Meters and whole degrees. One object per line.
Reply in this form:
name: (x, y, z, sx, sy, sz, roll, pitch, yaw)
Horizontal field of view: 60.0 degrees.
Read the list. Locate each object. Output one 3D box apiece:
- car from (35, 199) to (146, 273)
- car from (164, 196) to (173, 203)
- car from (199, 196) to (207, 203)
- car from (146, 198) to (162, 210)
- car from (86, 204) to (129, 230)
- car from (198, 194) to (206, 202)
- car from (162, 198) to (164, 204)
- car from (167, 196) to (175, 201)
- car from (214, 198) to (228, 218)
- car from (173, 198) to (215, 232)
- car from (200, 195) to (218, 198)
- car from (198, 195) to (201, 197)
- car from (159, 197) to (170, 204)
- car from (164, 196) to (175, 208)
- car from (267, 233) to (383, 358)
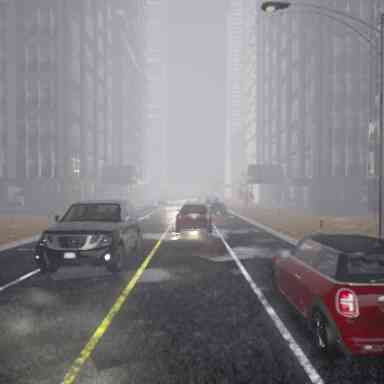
car: (-3.094, 1.269, 11.184, 2.150, 2.045, 5.566, 0, 0, 0)
car: (-5.667, 1.795, 79.766, 1.752, 1.417, 4.829, -1, 0, 0)
car: (2.713, 1.796, 80.048, 1.752, 1.417, 4.829, -1, 0, 0)
car: (-5.682, 1.728, 45.891, 2.008, 1.369, 4.403, -1, 0, 0)
car: (-5.677, 1.619, 23.025, 1.752, 1.417, 4.829, -1, 0, 0)
car: (2.715, 1.610, 91.229, 2.192, 1.841, 5.009, -1, 0, 0)
car: (-5.674, 1.795, 62.914, 1.947, 1.339, 4.313, -1, 0, 0)
car: (-5.661, 1.877, 91.285, 1.802, 1.307, 4.206, -1, 0, 0)
car: (2.369, 1.632, 32.263, 1.837, 1.490, 4.892, 0, 0, 0)
car: (0.109, 1.437, 20.736, 2.097, 1.767, 4.553, 0, 0, 0)
car: (2.694, 1.493, 45.830, 2.192, 1.841, 5.009, -1, 0, 0)
car: (2.711, 1.783, 74.374, 1.752, 1.417, 4.829, -1, 0, 0)
car: (-5.672, 1.809, 68.588, 1.947, 1.339, 4.313, -1, 0, 0)
car: (-3.037, 1.728, 53.570, 1.812, 1.442, 4.674, 0, 0, 0)
car: (2.679, 1.468, 6.109, 1.967, 1.590, 4.097, -1, 0, 0)
